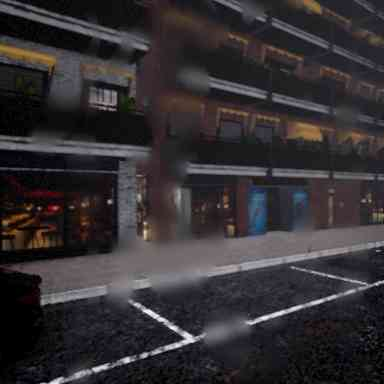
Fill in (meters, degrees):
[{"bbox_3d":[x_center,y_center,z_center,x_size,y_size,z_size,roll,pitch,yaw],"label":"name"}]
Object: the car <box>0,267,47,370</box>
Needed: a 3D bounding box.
[{"bbox_3d":[-3.966,1.555,3.744,4.313,1.339,1.947,1,-1,-36],"label":"car"}]
